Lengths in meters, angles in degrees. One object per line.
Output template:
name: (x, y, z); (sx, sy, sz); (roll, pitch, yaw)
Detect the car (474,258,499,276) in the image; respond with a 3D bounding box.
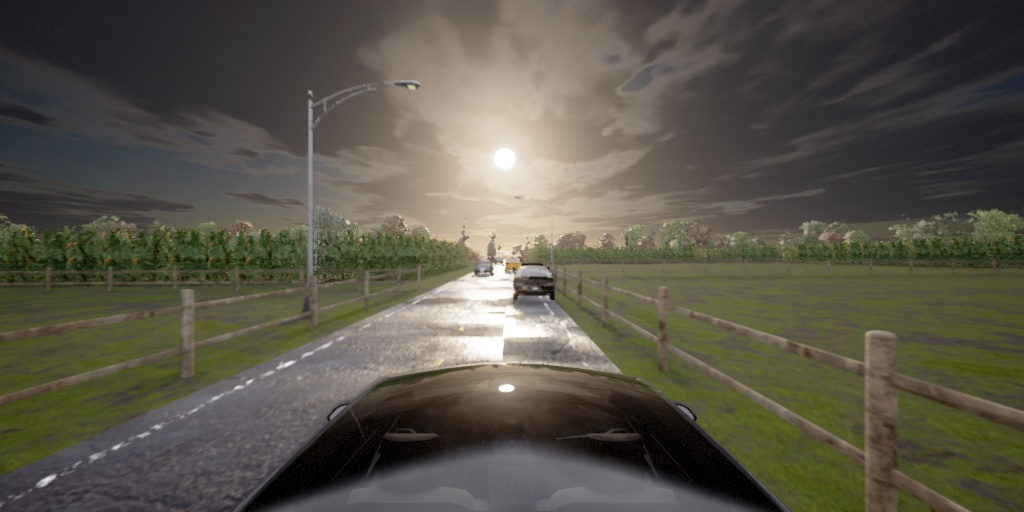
car: (-2.826, 1.192, 36.927); (2.128, 1.511, 4.902); (0, 0, 0)

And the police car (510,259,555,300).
police car: (0.969, 1.155, 17.658); (1.930, 1.638, 5.238); (0, 0, 0)

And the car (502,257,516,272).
car: (0.094, 1.158, 45.919); (1.882, 1.535, 5.008); (0, -1, 0)
